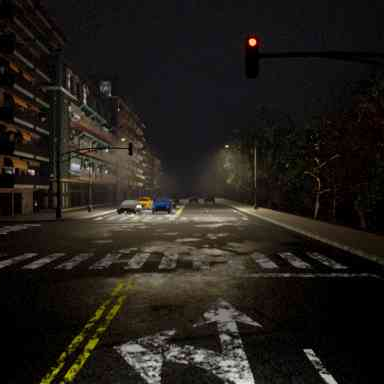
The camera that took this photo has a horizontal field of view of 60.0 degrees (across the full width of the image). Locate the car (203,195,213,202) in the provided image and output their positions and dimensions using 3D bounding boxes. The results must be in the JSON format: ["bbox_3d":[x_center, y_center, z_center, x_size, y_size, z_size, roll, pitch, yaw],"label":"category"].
[{"bbox_3d":[3.576,1.493,76.485,2.033,1.411,5.357,0,0,0],"label":"car"}]

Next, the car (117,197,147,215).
[{"bbox_3d":[-6.444,1.549,34.906,2.033,1.411,5.357,0,0,0],"label":"car"}]

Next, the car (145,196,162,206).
[{"bbox_3d":[-6.270,1.501,54.699,2.128,1.511,4.902,0,0,0],"label":"car"}]

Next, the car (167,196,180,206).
[{"bbox_3d":[-3.014,1.515,55.887,1.837,1.490,4.892,0,0,0],"label":"car"}]

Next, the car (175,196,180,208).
[{"bbox_3d":[-3.098,1.497,45.825,2.128,1.511,4.902,0,0,1],"label":"car"}]

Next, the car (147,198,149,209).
[{"bbox_3d":[-6.362,1.483,44.559,1.882,1.535,5.008,0,0,1],"label":"car"}]

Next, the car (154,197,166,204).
[{"bbox_3d":[-6.223,1.616,65.023,1.895,1.301,4.718,0,0,0],"label":"car"}]

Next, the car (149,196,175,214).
[{"bbox_3d":[-3.186,1.480,36.344,1.882,1.535,5.008,0,0,1],"label":"car"}]

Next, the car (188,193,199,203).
[{"bbox_3d":[0.384,1.508,66.486,2.128,1.511,4.902,0,0,0],"label":"car"}]

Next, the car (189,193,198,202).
[{"bbox_3d":[0.327,1.249,76.576,2.150,2.045,5.566,0,0,0],"label":"car"}]

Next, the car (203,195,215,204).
[{"bbox_3d":[3.532,1.521,66.065,1.837,1.490,4.892,0,0,0],"label":"car"}]
